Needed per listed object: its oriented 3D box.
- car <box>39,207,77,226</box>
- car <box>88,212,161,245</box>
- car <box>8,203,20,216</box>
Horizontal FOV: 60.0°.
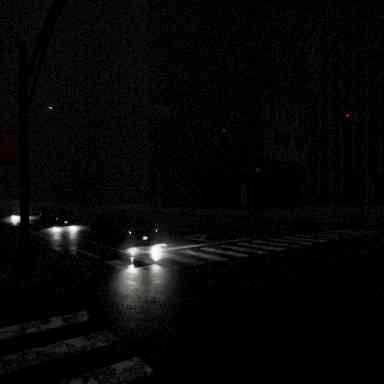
[{"bbox_3d":[-11.058,1.934,27.175,2.033,1.411,5.357,-1,-1,-36],"label":"car"},{"bbox_3d":[-3.680,1.731,17.120,2.033,1.411,5.357,-1,-1,-36],"label":"car"},{"bbox_3d":[-22.525,2.201,42.916,2.128,1.511,4.902,-1,-1,-36],"label":"car"}]
